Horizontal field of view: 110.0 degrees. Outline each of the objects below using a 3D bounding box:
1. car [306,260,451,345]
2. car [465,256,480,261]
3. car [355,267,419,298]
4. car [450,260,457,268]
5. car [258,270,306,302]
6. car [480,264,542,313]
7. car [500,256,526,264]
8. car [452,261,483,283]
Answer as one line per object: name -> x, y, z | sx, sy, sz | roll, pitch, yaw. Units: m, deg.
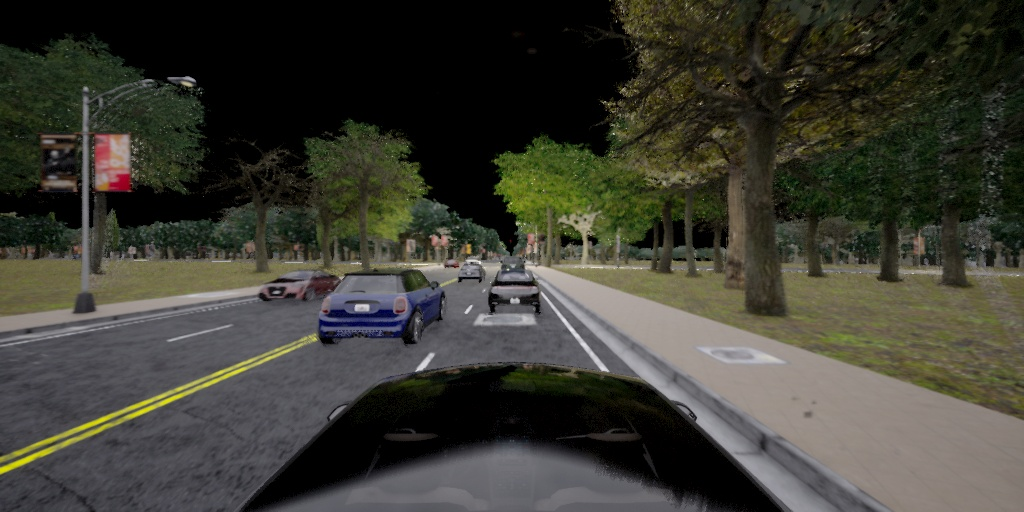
car -> -3.151, 1.112, 9.671 | 2.097, 1.767, 4.553 | 0, 0, 0
car -> -6.550, 1.080, 60.119 | 2.150, 2.045, 5.566 | 0, 0, 1
car -> -6.602, 1.338, 19.473 | 1.994, 1.385, 4.181 | 0, 0, 0
car -> -9.802, 1.335, 58.398 | 1.882, 1.535, 5.008 | 0, 0, 1
car -> -9.850, 1.334, 17.007 | 1.994, 1.385, 4.181 | 0, 0, 0
car -> 0.099, 1.258, 14.095 | 2.128, 1.511, 4.902 | 0, 0, 0
car -> 0.095, 1.017, 33.389 | 2.150, 2.045, 5.566 | 0, 0, 0
car -> -3.153, 1.335, 28.755 | 2.033, 1.411, 5.357 | 0, 0, 0
